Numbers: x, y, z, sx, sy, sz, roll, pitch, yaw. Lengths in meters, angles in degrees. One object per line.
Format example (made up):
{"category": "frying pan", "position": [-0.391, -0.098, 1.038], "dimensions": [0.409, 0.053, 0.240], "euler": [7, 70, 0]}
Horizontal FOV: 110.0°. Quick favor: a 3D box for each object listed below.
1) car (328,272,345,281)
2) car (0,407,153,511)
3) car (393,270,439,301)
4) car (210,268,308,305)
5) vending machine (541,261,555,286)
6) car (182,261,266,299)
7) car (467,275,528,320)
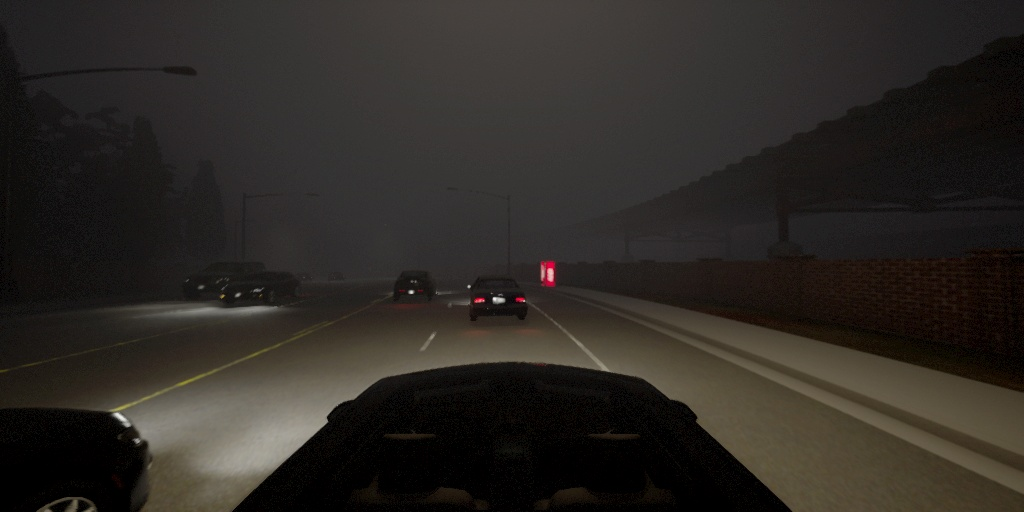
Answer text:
{"category": "car", "position": [-27.632, 3.206, 56.464], "dimensions": [1.837, 1.490, 4.892], "euler": [1, -3, -37]}
{"category": "car", "position": [-3.487, 1.265, 0.514], "dimensions": [1.837, 1.490, 4.892], "euler": [0, 0, 0]}
{"category": "car", "position": [-5.039, 1.480, 19.002], "dimensions": [1.837, 1.490, 4.892], "euler": [0, -1, -9]}
{"category": "car", "position": [-12.095, 1.475, 17.644], "dimensions": [1.837, 1.490, 4.892], "euler": [0, -1, -10]}
{"category": "vending machine", "position": [2.807, 1.382, 27.809], "dimensions": [1.100, 2.100, 0.880], "euler": [0, 0, -13]}
{"category": "car", "position": [-16.180, 1.292, 20.717], "dimensions": [2.150, 2.045, 5.566], "euler": [0, -2, -12]}
{"category": "car", "position": [-0.625, 1.392, 13.043], "dimensions": [2.033, 1.411, 5.357], "euler": [0, -1, -6]}
